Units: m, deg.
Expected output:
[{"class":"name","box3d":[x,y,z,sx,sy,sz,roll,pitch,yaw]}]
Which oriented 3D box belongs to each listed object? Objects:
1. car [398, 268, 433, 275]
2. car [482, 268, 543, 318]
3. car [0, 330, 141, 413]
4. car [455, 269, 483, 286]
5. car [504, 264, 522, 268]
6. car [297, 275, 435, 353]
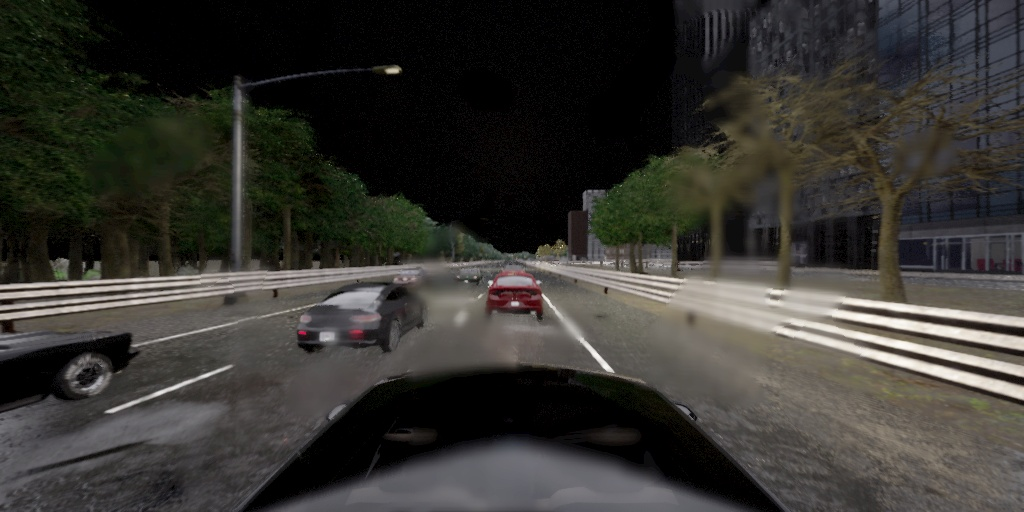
[{"class":"car","box3d":[-6.898,1.585,25.661,2.033,1.411,5.357,0,-1,0]},{"class":"car","box3d":[0.098,1.373,13.705,1.882,1.535,5.008,0,-1,0]},{"class":"car","box3d":[-6.917,1.374,3.576,1.895,1.301,4.718,0,-1,0]},{"class":"car","box3d":[-3.397,1.682,29.437,1.895,1.301,4.718,0,-1,0]},{"class":"car","box3d":[0.104,1.448,30.720,2.097,1.767,4.553,0,-1,0]},{"class":"car","box3d":[-3.402,1.364,8.965,1.812,1.442,4.674,0,-1,0]}]
